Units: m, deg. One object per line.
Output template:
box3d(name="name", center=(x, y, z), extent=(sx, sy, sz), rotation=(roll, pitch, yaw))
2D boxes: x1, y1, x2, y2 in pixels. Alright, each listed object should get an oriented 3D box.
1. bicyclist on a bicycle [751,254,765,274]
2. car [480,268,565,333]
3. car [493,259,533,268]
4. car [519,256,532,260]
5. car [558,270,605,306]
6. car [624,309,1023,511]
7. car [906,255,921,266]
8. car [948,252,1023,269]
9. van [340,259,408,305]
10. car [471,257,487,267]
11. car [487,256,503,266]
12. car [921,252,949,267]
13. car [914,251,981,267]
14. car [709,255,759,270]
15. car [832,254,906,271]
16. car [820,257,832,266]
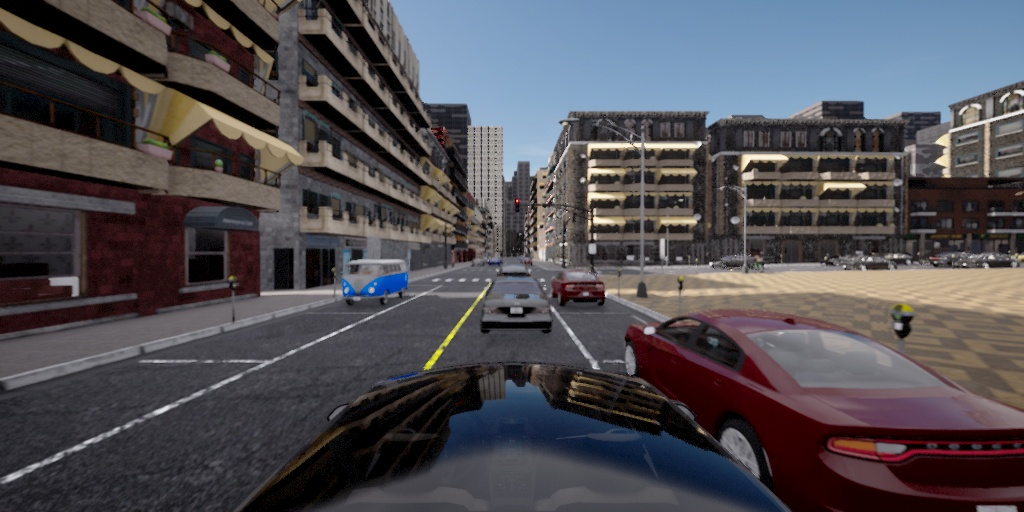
box3d(name="bicyclist on a bicycle", center=(20.241, 0.654, 29.576), extent=(0.582, 1.620, 1.656), rotation=(-1, 0, -1))
box3d(name="car", center=(0.100, 1.260, 10.576), extent=(2.033, 1.411, 5.357), rotation=(0, 0, 0))
box3d(name="car", center=(0.098, 1.150, 20.462), extent=(1.882, 1.535, 5.008), rotation=(0, 0, 0))
box3d(name="car", center=(2.682, 0.953, 64.256), extent=(1.967, 1.591, 4.097), rotation=(0, 0, 0))
box3d(name="car", center=(2.687, 1.238, 15.258), extent=(1.888, 1.381, 4.507), rotation=(0, 0, 0))
box3d(name="car", center=(2.688, 1.284, 4.206), extent=(1.888, 1.381, 4.507), rotation=(0, 0, 0))
box3d(name="car", center=(43.492, 0.397, 41.244), extent=(4.403, 1.370, 2.007), rotation=(0, 0, -1))
box3d(name="car", center=(43.611, 0.499, 32.864), extent=(4.403, 1.370, 2.007), rotation=(0, 0, -1))
box3d(name="van", center=(-5.693, 1.034, 15.258), extent=(1.690, 1.789, 3.998), rotation=(0, 0, 0))
box3d(name="car", center=(-5.697, 1.082, 58.733), extent=(2.007, 1.370, 4.403), rotation=(0, 0, 0))
box3d(name="car", center=(-3.049, 0.994, 63.230), extent=(1.882, 1.535, 5.008), rotation=(0, 0, 1))
box3d(name="car", center=(44.377, 0.395, 35.509), extent=(4.902, 1.511, 2.128), rotation=(-1, 1, 0))
box3d(name="car", center=(46.831, 0.304, 38.615), extent=(5.008, 1.535, 1.882), rotation=(-1, 1, 0))
box3d(name="car", center=(23.678, 0.682, 38.364), extent=(4.902, 1.511, 2.128), rotation=(-1, 1, -1))
box3d(name="car", center=(32.474, 0.674, 32.707), extent=(4.403, 1.370, 2.007), rotation=(0, 0, -1))
box3d(name="car", center=(37.924, 0.499, 41.165), extent=(4.313, 1.339, 1.948), rotation=(0, 0, -1))
